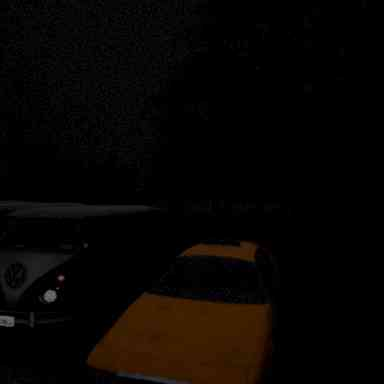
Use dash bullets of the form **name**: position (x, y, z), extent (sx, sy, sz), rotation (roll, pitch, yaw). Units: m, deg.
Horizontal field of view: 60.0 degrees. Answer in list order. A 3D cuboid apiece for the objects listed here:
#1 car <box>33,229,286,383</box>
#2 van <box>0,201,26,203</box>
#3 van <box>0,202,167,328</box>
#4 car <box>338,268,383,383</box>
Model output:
- **car**: position (0.394, 1.481, 5.007), extent (1.946, 1.575, 5.366), rotation (1, -1, 16)
- **van**: position (-4.431, 1.261, 8.535), extent (1.878, 1.987, 4.442), rotation (1, -1, 16)
- **van**: position (-2.006, 1.260, 6.806), extent (1.878, 1.987, 4.442), rotation (1, -1, 16)
- **car**: position (2.869, 1.516, 3.488), extent (2.163, 1.488, 4.792), rotation (0, -1, 16)
